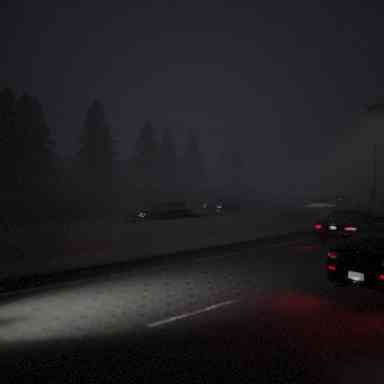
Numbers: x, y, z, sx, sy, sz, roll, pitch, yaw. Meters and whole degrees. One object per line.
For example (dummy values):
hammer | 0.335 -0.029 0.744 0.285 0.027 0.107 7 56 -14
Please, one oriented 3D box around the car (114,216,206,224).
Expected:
car | -1.347 1.507 16.585 5.357 1.411 2.033 -1 0 -41

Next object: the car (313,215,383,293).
car | 4.968 1.460 8.001 4.674 1.442 1.812 -1 0 -40

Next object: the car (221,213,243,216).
car | 2.960 1.230 30.964 2.097 1.767 4.553 0 0 40

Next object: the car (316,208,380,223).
car | 7.353 1.440 14.838 5.357 1.411 2.033 -1 0 -44
